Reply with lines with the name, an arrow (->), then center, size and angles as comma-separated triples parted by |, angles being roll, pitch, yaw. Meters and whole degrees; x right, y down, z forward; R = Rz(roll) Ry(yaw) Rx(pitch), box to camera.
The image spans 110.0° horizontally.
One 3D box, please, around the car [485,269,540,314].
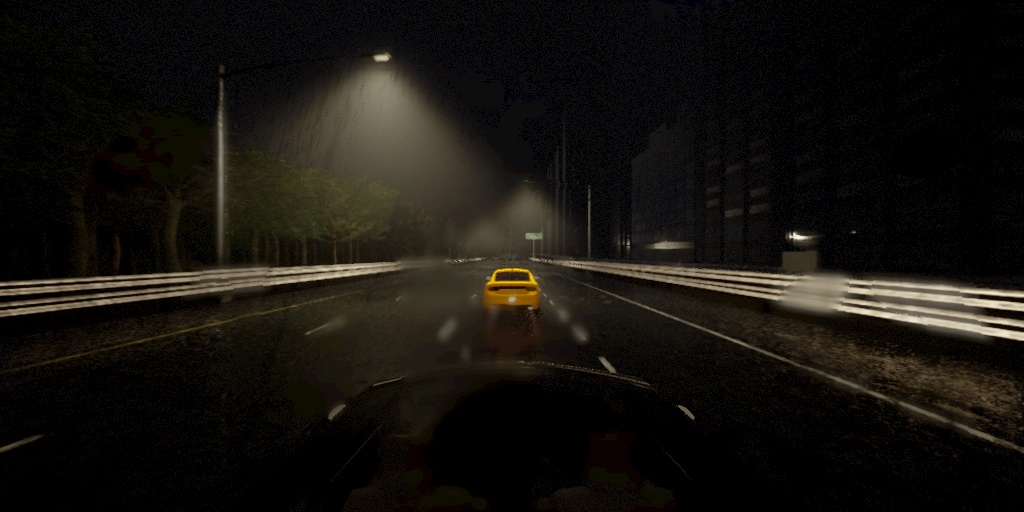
car -> 0.009, 1.222, 13.888 | 1.882, 1.535, 5.008 | 0, 0, 0
